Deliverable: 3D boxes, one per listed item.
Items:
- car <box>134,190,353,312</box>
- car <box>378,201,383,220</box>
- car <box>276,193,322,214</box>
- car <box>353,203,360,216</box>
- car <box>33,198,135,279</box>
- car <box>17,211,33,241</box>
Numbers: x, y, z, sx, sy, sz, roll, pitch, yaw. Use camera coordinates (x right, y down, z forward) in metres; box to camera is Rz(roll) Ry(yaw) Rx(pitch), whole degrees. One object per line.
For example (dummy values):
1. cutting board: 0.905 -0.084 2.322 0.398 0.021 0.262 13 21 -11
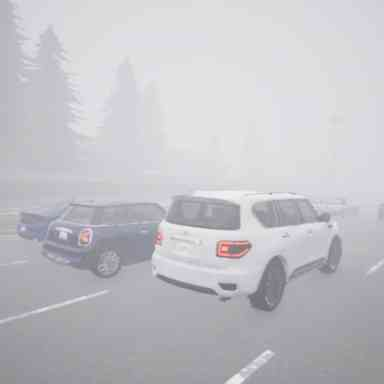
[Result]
1. car: 1.611 0.988 7.543 2.150 2.045 5.566 3 3 40
2. car: 13.529 1.064 21.665 2.128 1.511 4.902 3 3 40
3. car: 8.673 0.846 26.755 1.994 1.385 4.181 3 3 40
4. car: 10.084 1.044 23.011 1.895 1.301 4.718 3 3 40
5. car: -1.562 0.986 9.211 2.097 1.767 4.553 3 3 40
6. car: -3.626 0.960 12.197 1.882 1.535 5.008 3 3 40
